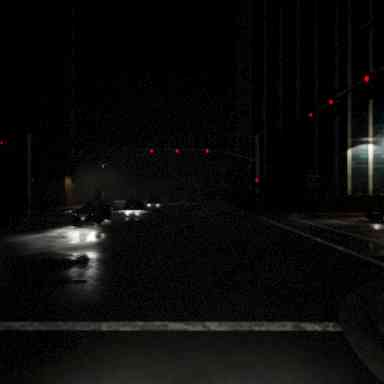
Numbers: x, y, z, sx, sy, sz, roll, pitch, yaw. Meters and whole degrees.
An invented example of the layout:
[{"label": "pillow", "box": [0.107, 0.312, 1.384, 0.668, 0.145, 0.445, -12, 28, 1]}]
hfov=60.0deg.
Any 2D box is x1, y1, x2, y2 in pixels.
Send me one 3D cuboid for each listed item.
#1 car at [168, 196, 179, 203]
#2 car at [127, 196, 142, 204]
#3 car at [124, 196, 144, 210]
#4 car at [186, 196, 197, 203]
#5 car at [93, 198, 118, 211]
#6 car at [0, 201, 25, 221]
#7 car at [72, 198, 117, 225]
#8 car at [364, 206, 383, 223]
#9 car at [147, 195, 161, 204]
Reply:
[{"label": "car", "box": [-3.590, 1.534, 65.809, 1.895, 1.301, 4.718, 0, 0, 0]}, {"label": "car", "box": [-10.616, 1.462, 61.629, 1.812, 1.442, 4.674, 0, 0, 0]}, {"label": "car", "box": [-7.149, 1.522, 41.334, 1.994, 1.385, 4.181, 0, 0, 0]}, {"label": "car", "box": [-0.089, 1.459, 65.244, 1.812, 1.442, 4.674, 0, 0, 0]}, {"label": "car", "box": [-10.649, 1.483, 41.214, 1.812, 1.442, 4.674, 0, 0, 0]}, {"label": "car", "box": [-15.440, 1.480, 25.225, 4.892, 1.490, 1.837, 0, 3, -37]}, {"label": "car", "box": [-7.132, 1.467, 24.199, 2.128, 1.511, 4.902, 0, 0, 0]}, {"label": "car", "box": [15.449, 1.453, 24.622, 5.008, 1.535, 1.882, 0, 0, -1]}, {"label": "car", "box": [-7.112, 1.287, 62.476, 2.097, 1.767, 4.553, 0, 0, 0]}]
